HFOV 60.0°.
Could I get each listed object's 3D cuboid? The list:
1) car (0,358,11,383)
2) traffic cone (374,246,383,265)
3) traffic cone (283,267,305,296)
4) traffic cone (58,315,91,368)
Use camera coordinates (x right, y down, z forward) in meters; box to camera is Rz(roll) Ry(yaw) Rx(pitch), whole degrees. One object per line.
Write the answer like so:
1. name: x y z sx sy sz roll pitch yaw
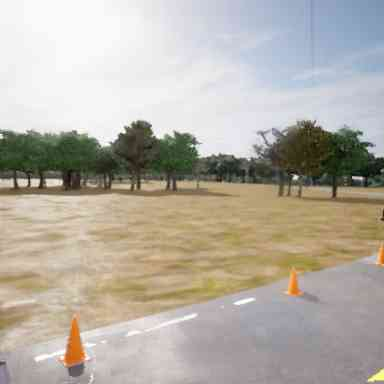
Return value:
1. car: -2.989 1.600 0.806 4.718 1.301 1.895 0 0 -35
2. traffic cone: 6.065 2.013 10.619 0.340 0.580 0.340 0 0 -41
3. traffic cone: 2.296 1.992 7.491 0.340 0.580 0.340 0 0 -39
4. traffic cone: -1.588 1.972 4.507 0.340 0.580 0.340 0 0 -36
